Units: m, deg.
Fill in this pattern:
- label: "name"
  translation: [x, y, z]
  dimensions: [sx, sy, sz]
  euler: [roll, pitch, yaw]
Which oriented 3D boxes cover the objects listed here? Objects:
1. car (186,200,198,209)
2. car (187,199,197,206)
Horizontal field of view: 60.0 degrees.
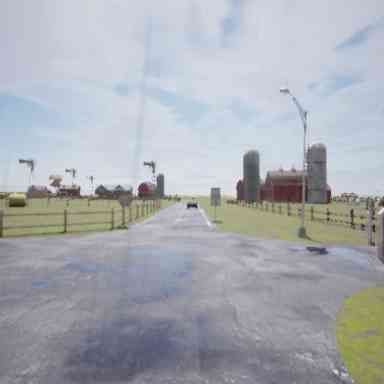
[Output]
- label: "car"
  translation: [0.037, 2.222, 59.076]
  dimensions: [1.882, 1.535, 5.008]
  euler: [0, -1, 0]
- label: "car"
  translation: [0.044, 2.262, 69.499]
  dimensions: [1.994, 1.385, 4.181]
  euler: [0, -1, 0]
